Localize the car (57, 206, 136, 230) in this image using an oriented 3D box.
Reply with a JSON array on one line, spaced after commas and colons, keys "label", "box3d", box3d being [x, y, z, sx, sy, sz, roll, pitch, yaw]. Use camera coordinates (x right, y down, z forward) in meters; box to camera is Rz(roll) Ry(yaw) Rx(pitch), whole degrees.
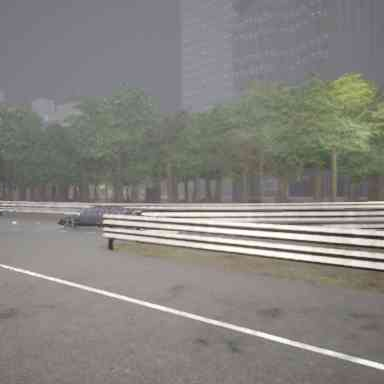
[{"label": "car", "box3d": [-5.399, 1.541, 20.061, 5.357, 1.411, 2.033, 0, 0, 18]}]
